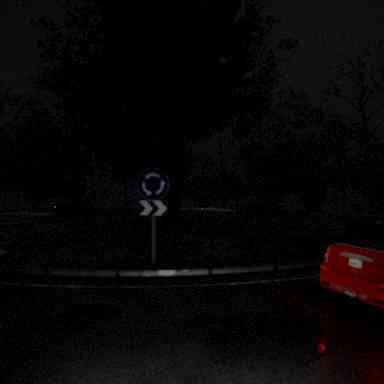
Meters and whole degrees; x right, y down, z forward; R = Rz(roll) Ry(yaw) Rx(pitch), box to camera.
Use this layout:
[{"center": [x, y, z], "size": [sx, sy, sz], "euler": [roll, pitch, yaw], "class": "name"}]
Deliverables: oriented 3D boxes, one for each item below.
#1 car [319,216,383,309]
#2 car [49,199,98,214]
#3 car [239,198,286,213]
[{"center": [4.987, 1.329, 6.868], "size": [4.553, 1.767, 2.097], "euler": [0, 0, -21], "class": "car"}, {"center": [-11.968, 1.420, 33.798], "size": [4.674, 1.442, 1.812], "euler": [0, 0, -37], "class": "car"}, {"center": [7.277, 1.384, 34.535], "size": [4.902, 1.511, 2.128], "euler": [0, 0, 38], "class": "car"}]
